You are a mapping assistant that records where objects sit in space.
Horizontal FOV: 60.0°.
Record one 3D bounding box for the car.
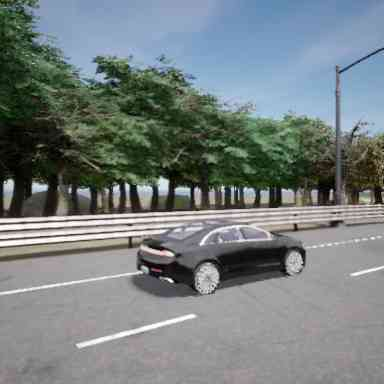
[{"bbox_3d":[0.968,1.491,8.680,4.902,1.511,2.128,0,0,-34],"label":"car"}]
